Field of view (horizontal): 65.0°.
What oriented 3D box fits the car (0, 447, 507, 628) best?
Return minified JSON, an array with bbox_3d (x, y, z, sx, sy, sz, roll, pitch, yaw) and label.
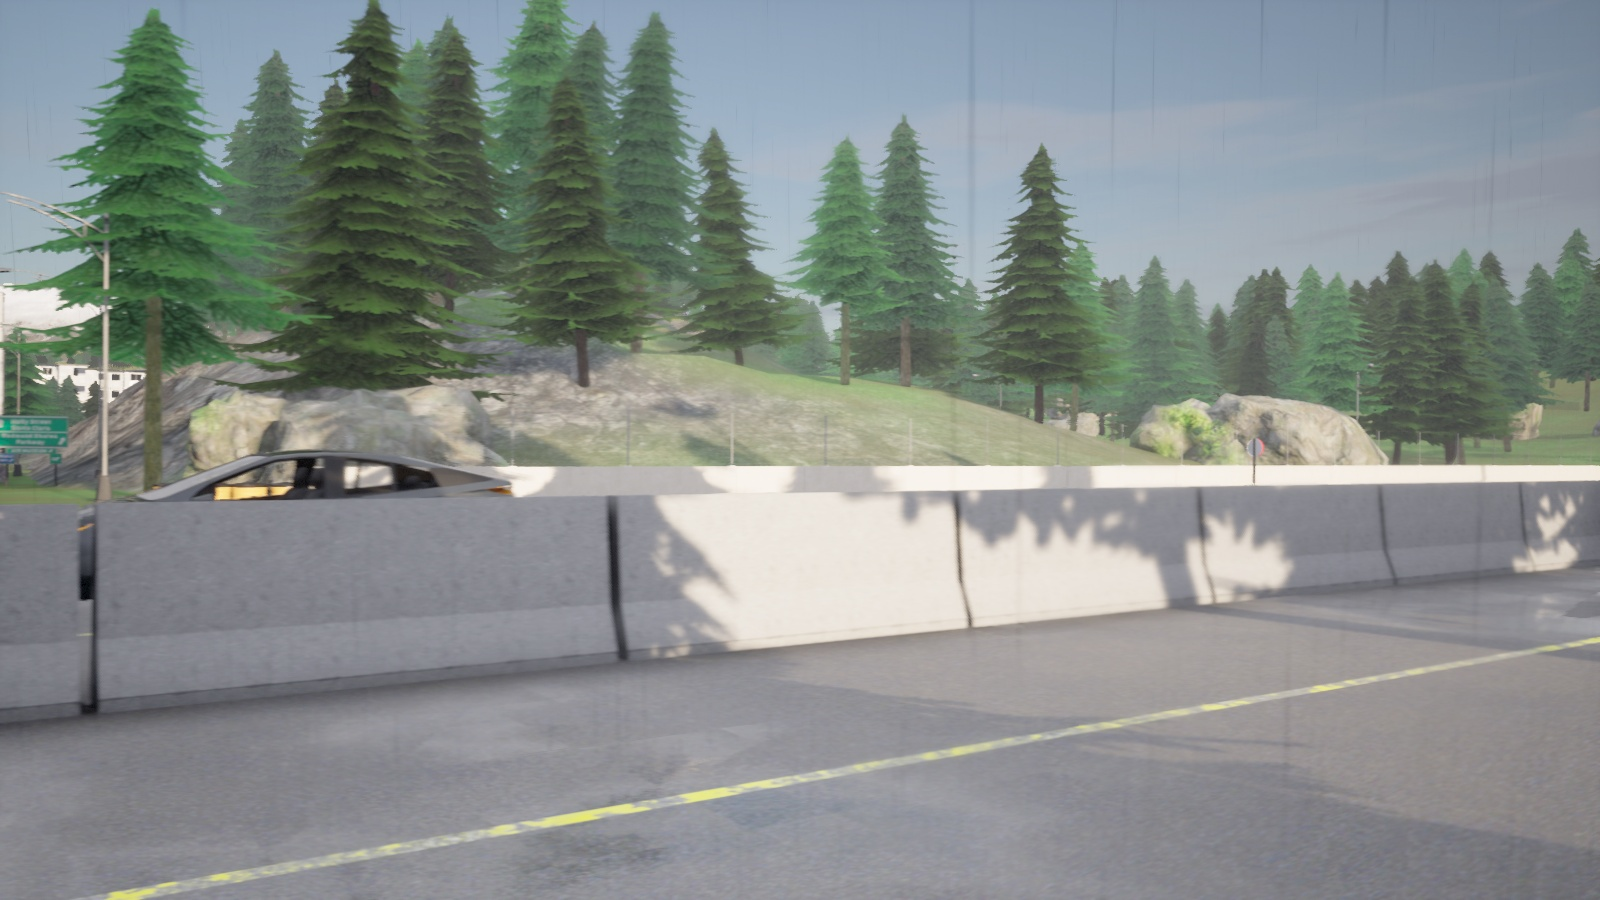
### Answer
[{"bbox_3d":[-5.486,0.744,12.633,4.514,1.525,2.007,0,0,-35],"label":"car"}]
